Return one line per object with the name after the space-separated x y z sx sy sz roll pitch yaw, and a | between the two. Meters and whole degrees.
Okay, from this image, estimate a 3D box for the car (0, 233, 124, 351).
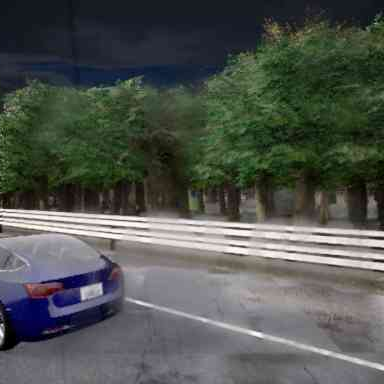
-3.366 1.532 6.338 4.792 1.488 2.163 0 0 37 | car
